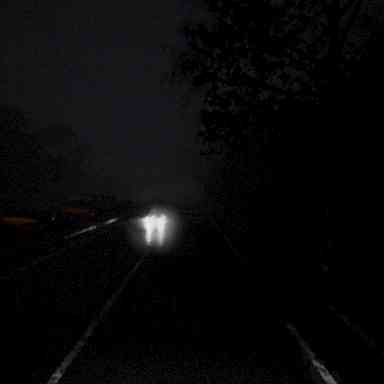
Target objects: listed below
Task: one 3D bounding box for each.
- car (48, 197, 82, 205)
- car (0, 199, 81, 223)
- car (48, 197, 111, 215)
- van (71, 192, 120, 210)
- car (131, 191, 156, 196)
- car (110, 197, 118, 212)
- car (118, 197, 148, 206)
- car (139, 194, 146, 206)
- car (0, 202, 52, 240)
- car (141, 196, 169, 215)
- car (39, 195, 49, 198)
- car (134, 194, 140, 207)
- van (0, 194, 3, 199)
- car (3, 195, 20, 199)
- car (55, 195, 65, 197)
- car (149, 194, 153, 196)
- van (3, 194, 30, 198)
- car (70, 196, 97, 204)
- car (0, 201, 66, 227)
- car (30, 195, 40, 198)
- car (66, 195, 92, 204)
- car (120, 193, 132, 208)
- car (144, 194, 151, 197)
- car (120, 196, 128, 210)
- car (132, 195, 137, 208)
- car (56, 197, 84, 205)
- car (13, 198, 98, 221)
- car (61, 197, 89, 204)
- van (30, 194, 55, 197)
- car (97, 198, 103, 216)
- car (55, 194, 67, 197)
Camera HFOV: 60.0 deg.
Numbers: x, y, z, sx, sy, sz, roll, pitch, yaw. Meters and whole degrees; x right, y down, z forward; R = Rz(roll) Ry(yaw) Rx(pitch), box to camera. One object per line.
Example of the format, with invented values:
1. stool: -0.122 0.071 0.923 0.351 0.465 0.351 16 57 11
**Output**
1. car: -23.169 1.616 60.830 5.366 1.575 1.946 0 -1 0
2. car: -10.304 1.449 21.949 4.892 1.521 2.231 0 0 0
3. car: -10.263 1.486 30.277 4.792 1.488 2.163 0 0 0
4. van: -10.406 1.236 35.830 4.442 1.987 1.878 0 0 0
5. car: -10.301 1.395 63.583 5.566 2.045 2.435 0 -1 0
6. car: -10.262 1.488 33.053 4.792 1.488 2.163 0 0 0
7. car: -10.282 1.594 58.028 4.892 1.521 2.231 0 -1 0
8. car: -10.096 1.510 49.579 5.366 1.575 1.946 0 -1 0
9. car: -10.115 1.439 16.396 5.366 1.575 1.946 0 0 0
10. car: -3.390 1.458 32.990 2.128 1.511 4.902 0 0 0
11. car: -23.391 1.521 46.857 4.792 1.488 2.163 0 0 0
12. car: -10.468 1.490 46.926 5.366 1.575 1.946 0 0 0
13. van: -23.485 1.234 35.910 4.442 1.987 1.878 0 0 0
14. car: -23.373 1.463 38.680 5.008 1.535 2.097 0 0 0
15. car: -23.331 1.568 52.522 4.792 1.488 2.163 0 -1 0
16. car: -10.460 1.617 60.804 5.366 1.575 1.946 0 -1 0
17. van: -23.257 1.243 41.466 4.442 1.987 1.878 0 0 0
18. car: -23.342 1.725 71.787 5.008 1.535 2.097 0 -1 0
19. car: -10.293 1.446 19.172 4.892 1.521 2.231 0 0 0
20. car: -23.393 1.507 44.218 4.792 1.488 2.163 0 0 0
21. car: -23.380 1.572 69.017 4.553 1.767 2.185 0 -1 0
22. car: -10.317 1.344 41.380 4.553 1.767 2.185 0 0 0
23. car: -10.092 1.563 55.252 5.366 1.575 1.946 0 -1 0
24. car: -10.317 1.494 38.606 4.792 1.488 2.163 0 0 0
25. car: -10.278 1.480 44.159 4.892 1.521 2.231 0 0 0
26. car: -23.350 1.686 63.600 4.674 1.452 2.002 0 -1 0
27. car: -10.111 1.447 24.724 5.366 1.575 1.946 0 0 0
28. car: -23.321 1.702 66.370 4.792 1.488 2.163 0 -1 0
29. van: -23.478 1.287 49.630 4.442 1.987 1.878 0 0 0
30. car: -10.265 1.483 27.501 4.792 1.488 2.163 0 0 0
31. car: -23.386 1.314 55.294 5.566 2.045 2.435 0 -1 0
